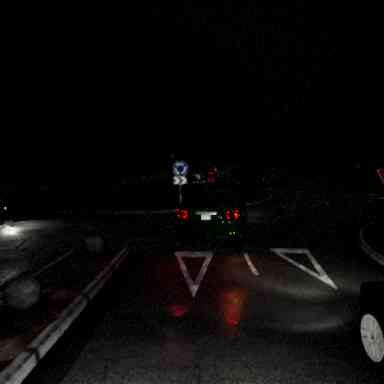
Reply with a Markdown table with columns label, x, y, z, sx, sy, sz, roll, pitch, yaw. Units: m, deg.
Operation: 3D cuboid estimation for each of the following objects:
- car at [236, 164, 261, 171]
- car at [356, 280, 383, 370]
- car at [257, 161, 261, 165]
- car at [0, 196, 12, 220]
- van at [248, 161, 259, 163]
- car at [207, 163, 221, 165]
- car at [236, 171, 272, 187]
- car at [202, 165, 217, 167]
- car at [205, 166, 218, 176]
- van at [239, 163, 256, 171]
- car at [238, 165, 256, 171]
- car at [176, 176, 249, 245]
| label | x | y | z | sx | sy | sz | roll | pitch | yaw |
| --- | --- | --- | --- | --- | --- | --- | --- | --- | --- |
| car | 12.243 | -4.870 | 73.945 | 4.892 | 1.521 | 2.231 | 1 | 6 | 9 |
| car | 3.133 | 1.421 | 2.487 | 1.882 | 1.535 | 5.008 | 0 | 1 | 0 |
| car | 13.572 | -5.997 | 82.020 | 5.566 | 2.045 | 2.435 | 1 | 6 | 9 |
| car | -10.751 | 0.582 | 16.591 | 4.892 | 1.490 | 1.837 | 4 | 7 | 40 |
| van | 13.002 | -5.682 | 79.350 | 4.442 | 1.987 | 1.878 | 1 | 6 | 9 |
| car | 5.205 | -5.425 | 79.271 | 1.882 | 1.535 | 5.008 | 1 | 6 | 9 |
| car | 7.393 | -1.458 | 40.404 | 2.128 | 1.511 | 4.902 | -3 | 6 | -38 |
| car | 3.749 | -4.362 | 69.370 | 1.882 | 1.535 | 5.008 | 1 | 6 | 8 |
| car | 3.345 | -3.263 | 59.197 | 1.837 | 1.490 | 4.892 | 0 | 6 | 1 |
| van | 15.048 | -6.845 | 89.892 | 4.442 | 1.987 | 1.878 | 1 | 6 | 11 |
| car | 14.436 | -6.287 | 87.292 | 4.674 | 1.452 | 2.002 | 1 | 6 | 11 |
| car | 0.929 | 0.628 | 12.699 | 2.150 | 2.045 | 5.566 | 0 | 5 | 11 |
